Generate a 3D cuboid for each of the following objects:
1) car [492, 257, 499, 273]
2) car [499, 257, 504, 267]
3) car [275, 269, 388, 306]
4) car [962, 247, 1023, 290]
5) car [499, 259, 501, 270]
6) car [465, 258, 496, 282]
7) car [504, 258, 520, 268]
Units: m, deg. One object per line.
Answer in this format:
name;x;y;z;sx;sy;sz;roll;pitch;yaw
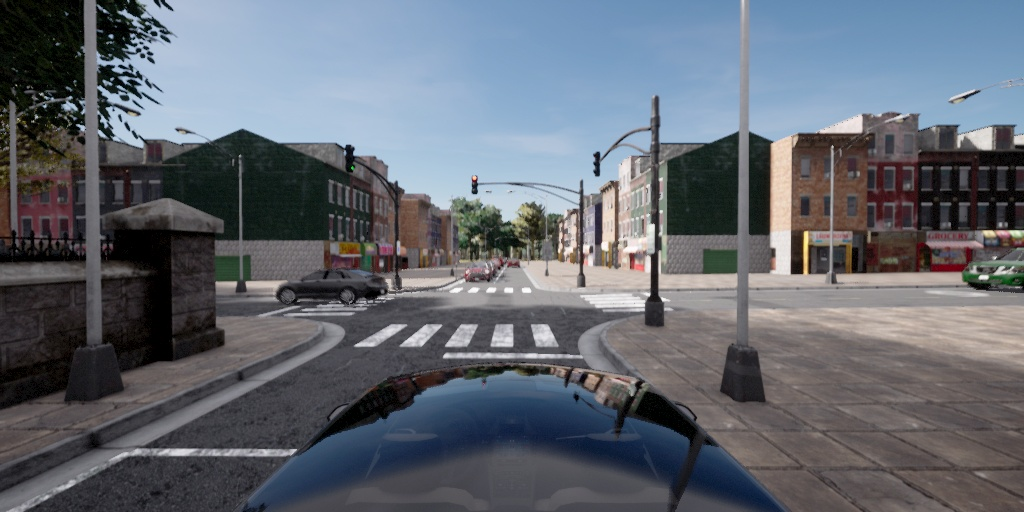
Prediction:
car;-2.521;1.158;33.552;1.967;1.591;4.097;0;0;0
car;-2.458;1.261;49.856;1.888;1.381;4.507;0;0;0
car;-8.028;1.327;16.005;4.892;1.490;1.837;-1;-2;10
car;24.209;0.584;16.277;5.566;2.045;2.150;-1;1;0
car;-2.500;1.282;38.986;1.948;1.339;4.313;0;0;0
car;-2.541;1.161;28.118;1.967;1.591;4.097;0;0;0
car;0.273;1.069;59.349;2.097;1.767;4.553;0;0;1
